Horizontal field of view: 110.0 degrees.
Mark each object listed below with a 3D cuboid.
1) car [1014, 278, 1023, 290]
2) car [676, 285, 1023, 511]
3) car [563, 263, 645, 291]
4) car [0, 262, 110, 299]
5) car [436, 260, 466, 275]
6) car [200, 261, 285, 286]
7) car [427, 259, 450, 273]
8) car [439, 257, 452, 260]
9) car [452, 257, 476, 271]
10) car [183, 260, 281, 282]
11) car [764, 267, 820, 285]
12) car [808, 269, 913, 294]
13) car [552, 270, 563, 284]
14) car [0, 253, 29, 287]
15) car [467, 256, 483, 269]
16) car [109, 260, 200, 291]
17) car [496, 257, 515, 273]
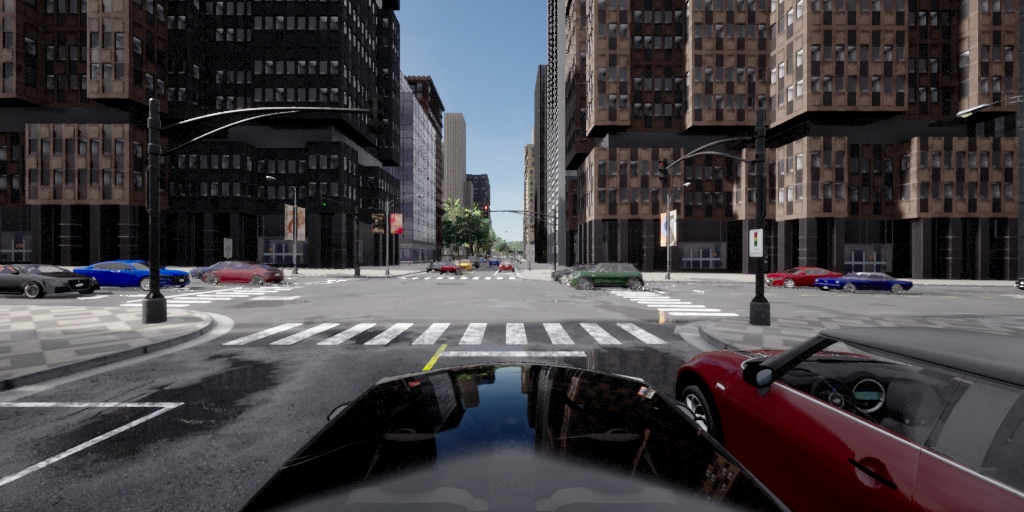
[{"bbox_3d":[39.567,1.846,25.868,4.892,1.490,1.837,1,0,0],"label":"car"},{"bbox_3d":[2.763,1.190,2.378,1.967,1.591,4.097,0,0,0],"label":"car"},{"bbox_3d":[5.787,1.206,22.425,4.553,1.767,2.097,1,0,0],"label":"car"},{"bbox_3d":[-20.775,1.052,15.558,4.181,1.385,1.994,1,0,0],"label":"car"},{"bbox_3d":[-6.482,1.344,38.539,1.895,1.301,4.718,0,0,1],"label":"car"},{"bbox_3d":[-16.582,1.102,22.284,4.181,1.385,1.994,1,0,0],"label":"car"},{"bbox_3d":[-9.154,1.319,43.711,1.948,1.339,4.313,0,0,0],"label":"car"},{"bbox_3d":[-9.192,1.080,49.136,2.192,1.841,5.009,0,0,0],"label":"car"},{"bbox_3d":[-6.522,1.242,48.933,1.882,1.535,5.008,0,0,0],"label":"car"},{"bbox_3d":[-19.802,1.036,25.515,5.357,1.411,2.033,1,0,0],"label":"car"},{"bbox_3d":[20.868,1.546,25.775,5.008,1.535,1.882,1,0,0],"label":"car"},{"bbox_3d":[21.911,1.688,22.529,4.718,1.301,1.895,1,0,0],"label":"car"},{"bbox_3d":[5.362,1.349,26.369,4.892,1.490,1.837,1,0,9],"label":"car"},{"bbox_3d":[-28.950,0.721,18.755,4.553,1.767,2.097,1,0,0],"label":"car"},{"bbox_3d":[-6.588,1.009,59.271,2.150,2.045,5.566,0,0,0],"label":"car"},{"bbox_3d":[-19.838,0.975,18.813,5.008,1.535,1.882,1,0,0],"label":"car"},{"bbox_3d":[-0.629,1.193,43.768,1.967,1.591,4.097,0,0,0],"label":"car"}]
